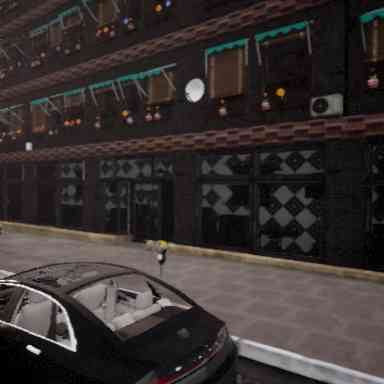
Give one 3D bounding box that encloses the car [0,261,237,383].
[{"bbox_3d":[-1.610,1.548,4.009,4.403,1.369,2.008,0,1,36],"label":"car"}]
